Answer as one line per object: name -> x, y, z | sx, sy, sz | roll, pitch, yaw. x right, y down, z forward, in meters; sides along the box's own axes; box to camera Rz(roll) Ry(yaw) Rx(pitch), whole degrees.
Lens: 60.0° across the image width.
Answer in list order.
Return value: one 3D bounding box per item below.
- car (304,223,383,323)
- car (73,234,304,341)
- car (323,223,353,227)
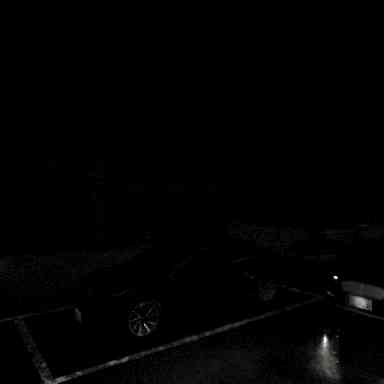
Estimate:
car -> 4.671, 1.491, 6.707 | 4.902, 1.511, 2.128 | 0, 0, -35
car -> -0.027, 1.566, 6.516 | 4.313, 1.339, 1.947 | 0, 0, -35
car -> 4.454, 1.582, 9.708 | 4.206, 1.307, 1.802 | 0, 0, -35
